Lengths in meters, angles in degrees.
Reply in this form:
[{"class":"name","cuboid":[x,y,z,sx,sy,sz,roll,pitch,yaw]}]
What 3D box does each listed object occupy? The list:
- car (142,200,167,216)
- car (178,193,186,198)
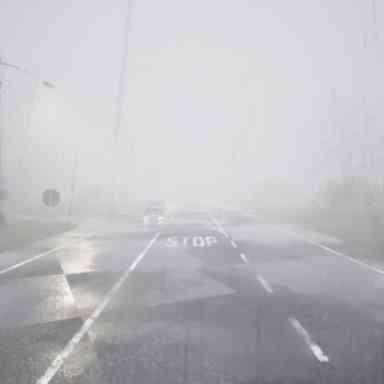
[{"class":"car","cuboid":[-3.442,1.436,31.613,2.033,1.411,5.357,0,0,0]},{"class":"car","cuboid":[-2.913,1.093,95.466,2.128,1.511,4.902,0,0,5]}]
